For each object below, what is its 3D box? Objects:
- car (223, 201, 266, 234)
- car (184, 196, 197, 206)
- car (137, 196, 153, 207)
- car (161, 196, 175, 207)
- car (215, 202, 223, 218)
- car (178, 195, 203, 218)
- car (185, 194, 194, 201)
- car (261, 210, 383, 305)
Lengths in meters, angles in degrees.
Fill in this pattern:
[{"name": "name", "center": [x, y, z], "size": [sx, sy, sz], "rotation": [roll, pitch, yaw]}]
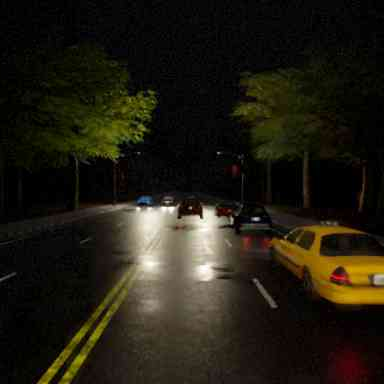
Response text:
[{"name": "car", "center": [3.204, 1.419, 19.015], "size": [2.033, 1.649, 4.856], "rotation": [0, 0, 0]}, {"name": "car", "center": [-0.225, 1.427, 54.013], "size": [2.033, 1.411, 5.357], "rotation": [0, 0, -1]}, {"name": "car", "center": [-6.808, 1.388, 48.681], "size": [1.882, 1.535, 5.008], "rotation": [0, 0, 0]}, {"name": "car", "center": [-3.557, 1.393, 50.465], "size": [2.128, 1.511, 4.902], "rotation": [0, 0, 0]}, {"name": "car", "center": [3.145, 1.535, 30.025], "size": [1.994, 1.385, 4.181], "rotation": [0, 0, 0]}, {"name": "car", "center": [-0.128, 1.324, 29.455], "size": [2.097, 1.767, 4.553], "rotation": [0, 0, 0]}, {"name": "car", "center": [-0.575, 1.278, 73.782], "size": [2.033, 1.411, 5.357], "rotation": [0, 0, -1]}, {"name": "car", "center": [3.240, 1.455, 8.193], "size": [1.801, 1.575, 5.366], "rotation": [0, 0, 0]}]
